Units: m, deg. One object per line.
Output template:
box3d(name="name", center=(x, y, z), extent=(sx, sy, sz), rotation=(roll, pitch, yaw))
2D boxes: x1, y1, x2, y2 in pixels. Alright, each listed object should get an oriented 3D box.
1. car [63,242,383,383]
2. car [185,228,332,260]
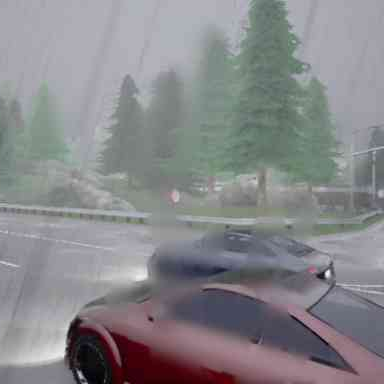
box3d(name="car", center=(0.494, 1.547, 3.639), extent=(4.181, 1.385, 1.994), rotation=(1, 0, 35))
box3d(name="car", center=(0.983, 1.527, 7.588), extent=(4.181, 1.385, 1.994), rotation=(1, 0, 35))
